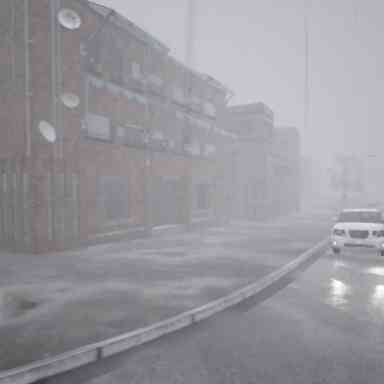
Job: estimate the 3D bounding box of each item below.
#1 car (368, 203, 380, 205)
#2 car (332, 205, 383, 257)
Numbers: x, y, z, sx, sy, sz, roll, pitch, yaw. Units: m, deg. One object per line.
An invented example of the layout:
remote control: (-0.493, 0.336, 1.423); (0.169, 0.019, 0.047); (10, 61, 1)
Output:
car: (27.848, 2.307, 51.079); (1.895, 1.301, 4.718); (-2, 1, 30)
car: (8.109, 1.786, 15.936); (2.150, 2.045, 5.566); (-2, -3, 29)
